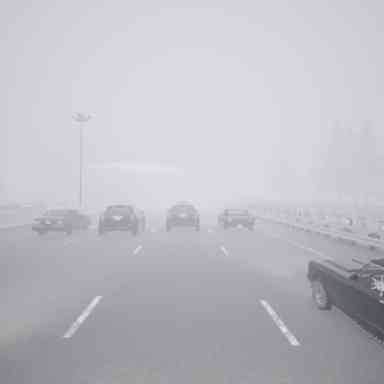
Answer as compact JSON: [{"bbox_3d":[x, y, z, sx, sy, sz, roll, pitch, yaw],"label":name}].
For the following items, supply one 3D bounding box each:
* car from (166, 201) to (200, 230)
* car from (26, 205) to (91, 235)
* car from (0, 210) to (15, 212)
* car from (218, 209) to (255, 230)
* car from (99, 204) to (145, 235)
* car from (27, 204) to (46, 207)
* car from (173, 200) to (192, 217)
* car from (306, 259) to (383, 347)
[{"bbox_3d":[-0.620,1.559,22.647,2.097,1.767,4.553,0,-1,-2],"label":"car"},{"bbox_3d":[-7.538,1.687,19.751,2.033,1.411,5.357,0,-1,-2],"label":"car"},{"bbox_3d":[-25.979,2.253,47.722,1.895,1.301,4.718,0,-1,-1],"label":"car"},{"bbox_3d":[2.878,1.816,22.739,1.895,1.301,4.718,0,-1,-2],"label":"car"},{"bbox_3d":[-4.038,1.504,19.854,2.097,1.767,4.553,0,-1,-2],"label":"car"},{"bbox_3d":[-22.473,2.132,47.436,1.882,1.535,5.008,0,-2,-1],"label":"car"},{"bbox_3d":[-1.071,1.855,37.982,2.097,1.767,4.553,0,-1,-2],"label":"car"},{"bbox_3d":[3.403,1.636,4.951,1.895,1.301,4.718,0,0,-2],"label":"car"}]
